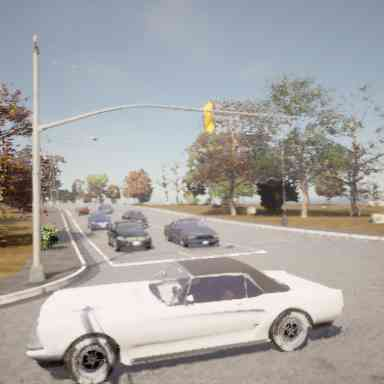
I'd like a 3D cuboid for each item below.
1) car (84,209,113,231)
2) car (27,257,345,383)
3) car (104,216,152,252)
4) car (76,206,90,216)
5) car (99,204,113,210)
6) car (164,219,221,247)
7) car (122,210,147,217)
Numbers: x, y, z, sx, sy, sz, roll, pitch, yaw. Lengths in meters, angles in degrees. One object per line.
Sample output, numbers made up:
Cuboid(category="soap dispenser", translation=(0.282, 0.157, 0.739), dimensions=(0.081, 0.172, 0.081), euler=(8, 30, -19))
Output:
Cuboid(category="car", translation=(-8.419, 2.618, 30.262), dimensions=(1.812, 1.442, 4.674), euler=(-1, -1, -22))
Cuboid(category="car", translation=(-0.050, 1.835, 5.516), dimensions=(4.718, 1.301, 1.895), euler=(-1, -2, -16))
Cuboid(category="car", translation=(-3.551, 2.317, 18.432), dimensions=(1.812, 1.442, 4.674), euler=(-1, -2, -21))
Cuboid(category="car", translation=(-16.019, 2.713, 48.886), dimensions=(1.895, 1.301, 4.718), euler=(-1, 0, -22))
Cuboid(category="car", translation=(-13.489, 2.605, 51.963), dimensions=(1.812, 1.442, 4.674), euler=(-1, 0, -23))
Cuboid(category="car", translation=(-0.198, 2.298, 19.587), dimensions=(2.033, 1.411, 5.357), euler=(-1, -2, -20))
Cuboid(category="car", translation=(-5.665, 2.582, 32.766), dimensions=(1.837, 1.490, 4.892), euler=(-1, 0, -22))
